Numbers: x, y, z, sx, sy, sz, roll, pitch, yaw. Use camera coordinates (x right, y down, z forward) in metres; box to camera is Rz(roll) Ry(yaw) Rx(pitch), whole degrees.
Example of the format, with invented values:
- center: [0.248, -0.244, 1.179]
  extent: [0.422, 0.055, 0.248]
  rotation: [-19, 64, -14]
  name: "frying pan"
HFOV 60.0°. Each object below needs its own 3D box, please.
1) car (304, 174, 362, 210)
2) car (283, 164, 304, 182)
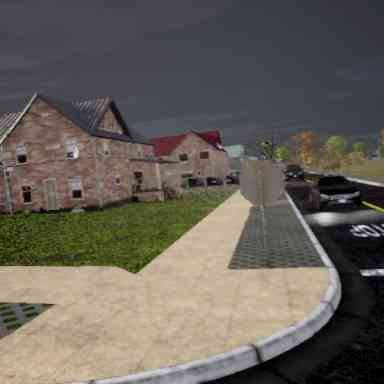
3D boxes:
- center: [6.947, -0.069, 16.534]
  extent: [1.812, 1.442, 4.674]
  rotation: [-5, 4, 13]
  name: "car"
- center: [12.659, -2.417, 41.490]
  extent: [2.150, 2.045, 5.566]
  rotation: [-5, 4, 13]
  name: "car"
